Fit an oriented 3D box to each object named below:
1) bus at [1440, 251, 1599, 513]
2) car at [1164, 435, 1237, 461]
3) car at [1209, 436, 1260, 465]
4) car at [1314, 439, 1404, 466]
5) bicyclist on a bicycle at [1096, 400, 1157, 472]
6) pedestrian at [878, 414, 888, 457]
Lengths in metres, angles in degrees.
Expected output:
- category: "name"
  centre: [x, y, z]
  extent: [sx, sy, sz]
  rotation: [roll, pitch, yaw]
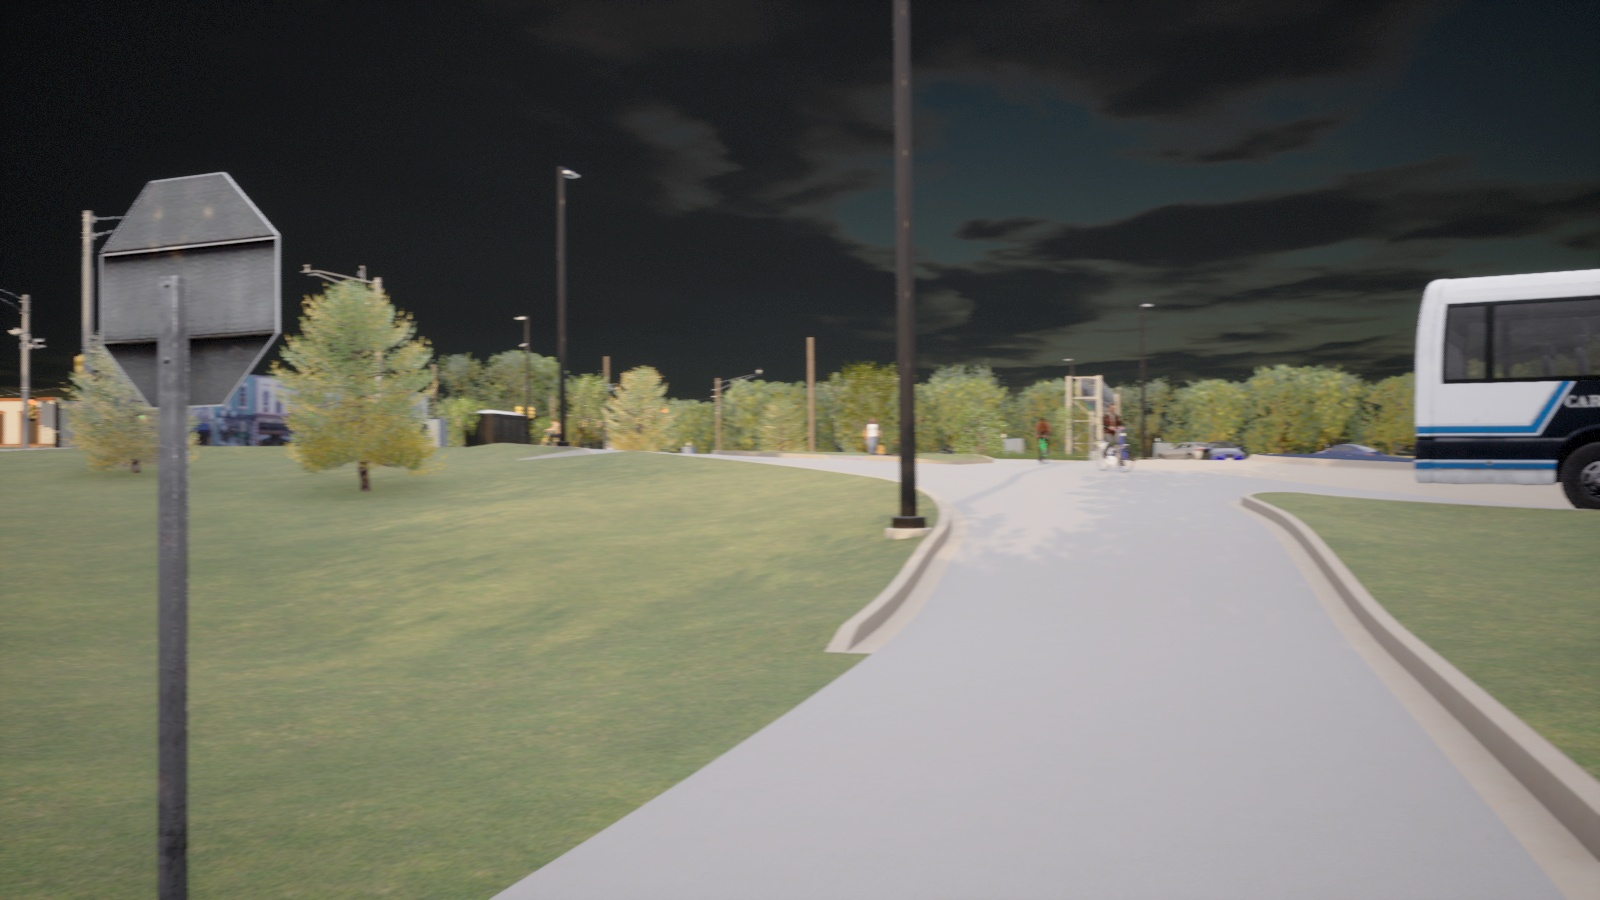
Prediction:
- category: "bus"
  centre: [16.389, -1.113, 20.343]
  extent: [10.273, 4.253, 3.944]
  rotation: [0, 0, 34]
- category: "car"
  centre: [27.399, -0.103, 86.163]
  extent: [2.152, 1.651, 5.027]
  rotation: [-1, -1, -20]
- category: "car"
  centre: [23.380, 0.061, 67.739]
  extent: [1.816, 1.474, 4.193]
  rotation: [-1, -1, 8]
- category: "car"
  centre: [32.263, 0.133, 72.656]
  extent: [1.812, 1.442, 4.674]
  rotation: [1, 0, -25]
- category: "bicyclist on a bicycle"
  centre: [8.256, -0.367, 31.852]
  extent: [0.659, 1.776, 1.843]
  rotation: [0, 1, -15]
- category: "pedestrian"
  centre: [3.581, -0.617, 54.335]
  extent: [0.354, 1.836, 0.706]
  rotation: [-1, -2, 2]
